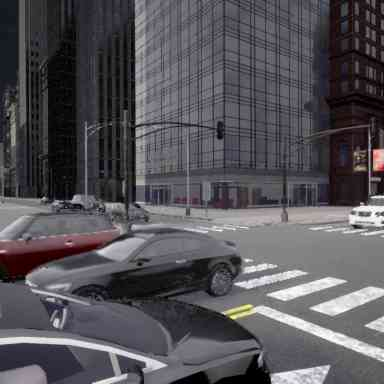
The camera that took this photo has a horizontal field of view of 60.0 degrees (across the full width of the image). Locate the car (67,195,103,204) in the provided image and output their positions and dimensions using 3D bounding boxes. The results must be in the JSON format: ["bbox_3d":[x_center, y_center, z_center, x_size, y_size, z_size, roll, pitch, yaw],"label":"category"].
[{"bbox_3d":[-10.724,1.294,34.139,2.150,2.045,5.566,0,0,-36],"label":"car"}]

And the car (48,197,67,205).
[{"bbox_3d":[-16.523,1.660,42.338,1.994,1.385,4.181,0,0,-36],"label":"car"}]

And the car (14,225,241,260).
[{"bbox_3d":[-0.941,1.525,7.025,4.674,1.442,1.812,0,0,-36],"label":"car"}]

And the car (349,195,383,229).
[{"bbox_3d":[11.902,1.225,20.302,5.566,2.045,2.150,0,0,-36],"label":"car"}]

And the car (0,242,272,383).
[{"bbox_3d":[-1.485,1.491,2.379,4.902,1.511,2.128,0,0,-36],"label":"car"}]

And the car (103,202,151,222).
[{"bbox_3d":[-4.976,1.555,26.035,1.837,1.490,4.892,0,0,-35],"label":"car"}]

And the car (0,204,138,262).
[{"bbox_3d":[-4.047,1.352,8.792,4.553,1.767,2.097,0,0,-36],"label":"car"}]

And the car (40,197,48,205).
[{"bbox_3d":[-27.602,1.652,63.486,1.837,1.490,4.892,0,0,-35],"label":"car"}]
